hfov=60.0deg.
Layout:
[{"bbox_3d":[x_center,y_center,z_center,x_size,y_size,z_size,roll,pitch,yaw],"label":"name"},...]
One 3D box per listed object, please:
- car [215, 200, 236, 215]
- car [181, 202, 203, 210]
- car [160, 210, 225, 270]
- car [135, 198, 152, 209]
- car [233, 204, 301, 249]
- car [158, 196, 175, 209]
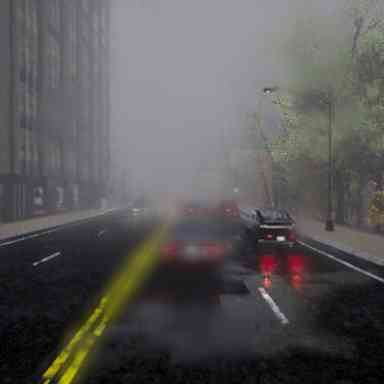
[{"bbox_3d":[3.247,1.503,31.138,1.882,1.535,5.008,0,0,0],"label":"car"},{"bbox_3d":[-0.008,1.589,30.141,1.994,1.385,4.181,0,0,0],"label":"car"},{"bbox_3d":[0.015,1.556,11.042,2.033,1.411,5.357,0,0,0],"label":"car"},{"bbox_3d":[-6.697,1.547,45.991,1.837,1.490,4.892,0,-1,0],"label":"car"},{"bbox_3d":[3.282,1.503,14.664,2.128,1.511,4.902,0,0,0],"label":"car"},{"bbox_3d":[-3.445,1.391,46.312,2.097,1.767,4.553,0,0,0],"label":"car"}]
